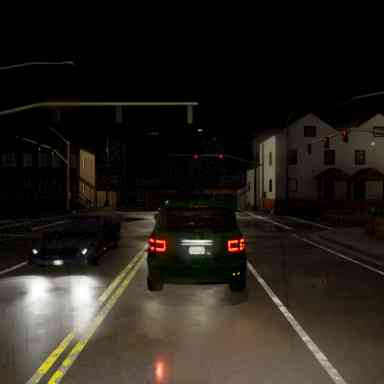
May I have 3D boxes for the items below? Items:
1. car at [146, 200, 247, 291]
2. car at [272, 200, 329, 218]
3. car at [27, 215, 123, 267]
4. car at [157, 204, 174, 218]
[{"bbox_3d":[0.098,1.221,9.109,2.150,2.045,5.566,0,0,0],"label":"car"},{"bbox_3d":[9.639,1.494,29.725,4.902,1.511,2.128,0,0,-1],"label":"car"},{"bbox_3d":[-3.721,1.547,11.740,2.033,1.411,5.357,0,0,-2],"label":"car"},{"bbox_3d":[-3.555,2.597,45.382,1.812,1.442,4.674,0,-9,0],"label":"car"}]
